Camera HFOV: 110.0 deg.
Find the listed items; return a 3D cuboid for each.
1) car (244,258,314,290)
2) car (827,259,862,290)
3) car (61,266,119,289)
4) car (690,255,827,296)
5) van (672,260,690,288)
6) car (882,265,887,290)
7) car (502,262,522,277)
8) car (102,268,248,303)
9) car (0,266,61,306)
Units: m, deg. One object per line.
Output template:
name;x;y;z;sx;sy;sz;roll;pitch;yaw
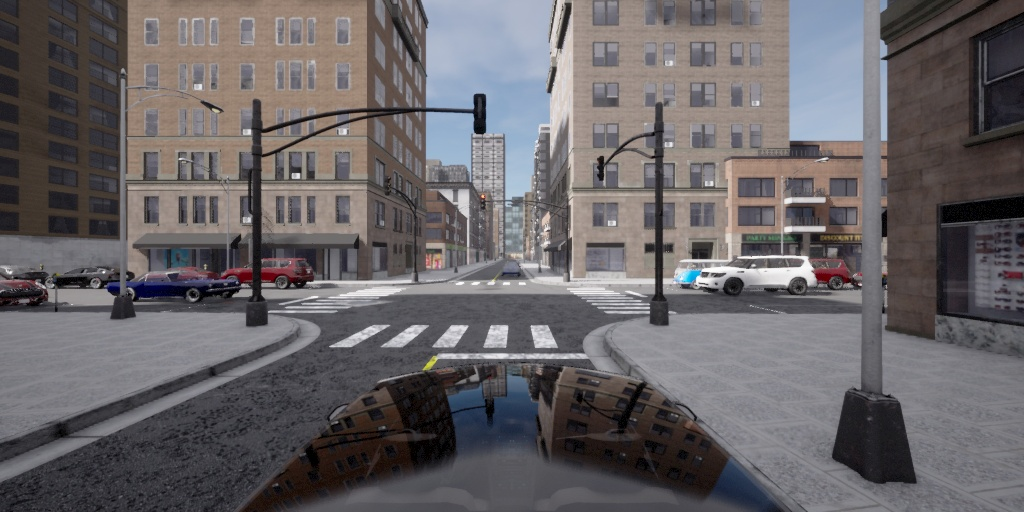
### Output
car;-14.904;1.059;22.081;5.009;1.841;2.192;0;0;0
car;17.639;1.086;21.884;5.009;1.841;2.192;0;0;0
car;-25.951;1.300;22.148;4.313;1.339;1.948;0;0;0
car;12.964;0.990;19.153;5.566;2.045;2.150;0;0;0
van;12.043;1.108;21.918;3.998;1.789;1.690;0;0;0
car;23.235;1.216;21.850;4.097;1.591;1.967;0;0;0
car;-0.048;1.314;36.534;2.033;1.411;5.357;0;0;2
car;-14.997;1.346;16.139;4.718;1.301;1.895;0;0;3
car;-20.454;1.180;13.589;4.097;1.591;1.967;0;0;0
